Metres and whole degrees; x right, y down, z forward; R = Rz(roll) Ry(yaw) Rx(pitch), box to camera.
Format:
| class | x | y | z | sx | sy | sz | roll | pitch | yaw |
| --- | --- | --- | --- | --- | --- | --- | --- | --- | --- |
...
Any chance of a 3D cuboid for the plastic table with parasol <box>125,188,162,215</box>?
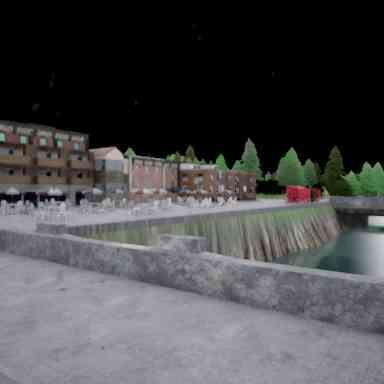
| class | x | y | z | sx | sy | sz | roll | pitch | yaw |
| --- | --- | --- | --- | --- | --- | --- | --- | --- | --- |
| plastic table with parasol | -4.708 | 0.863 | 32.159 | 2.482 | 2.480 | 2.482 | 0 | 0 | 36 |

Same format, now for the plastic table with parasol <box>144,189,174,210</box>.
| class | x | y | z | sx | sy | sz | roll | pitch | yaw |
| --- | --- | --- | --- | --- | --- | --- | --- | --- | --- |
| plastic table with parasol | -3.929 | 0.853 | 39.846 | 2.482 | 2.480 | 2.482 | 0 | 0 | 36 |
